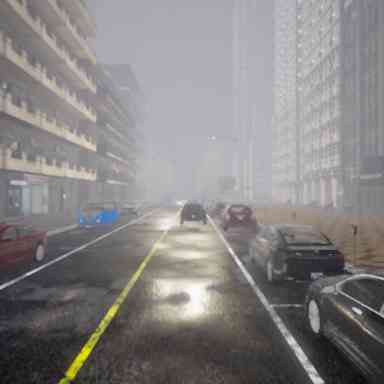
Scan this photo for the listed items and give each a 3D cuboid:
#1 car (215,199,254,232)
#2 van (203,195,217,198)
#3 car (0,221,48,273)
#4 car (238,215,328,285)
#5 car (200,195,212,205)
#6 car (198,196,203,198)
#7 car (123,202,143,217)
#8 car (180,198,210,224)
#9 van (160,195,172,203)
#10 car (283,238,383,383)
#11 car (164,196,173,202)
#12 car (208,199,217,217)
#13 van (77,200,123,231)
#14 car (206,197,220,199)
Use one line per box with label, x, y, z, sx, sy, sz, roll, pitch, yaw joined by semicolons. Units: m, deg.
car;2.696;1.469;20.385;1.967;1.590;4.097;0;0;0
van;2.697;1.414;42.478;1.690;1.788;3.998;0;0;0
car;-5.686;1.558;9.341;1.887;1.381;4.507;0;0;0
car;2.695;1.563;9.341;2.008;1.369;4.403;0;0;0
car;2.699;1.441;64.569;2.192;1.841;5.009;0;0;0
car;0.105;1.623;43.627;2.033;1.411;5.357;0;0;0
car;-5.685;1.600;31.432;2.008;1.369;4.403;0;0;0
car;0.103;1.515;25.253;1.882;1.535;5.008;0;0;0
van;-5.682;1.483;70.092;1.690;1.788;3.998;0;0;0
car;2.695;1.556;3.817;2.008;1.369;4.403;0;0;0
car;-5.682;1.740;81.137;1.947;1.339;4.313;0;0;0
car;2.696;1.615;31.431;1.947;1.339;4.313;0;0;0
van;-5.685;1.371;20.387;1.690;1.788;3.998;0;0;0
car;2.697;1.605;36.954;1.887;1.381;4.507;0;0;0
